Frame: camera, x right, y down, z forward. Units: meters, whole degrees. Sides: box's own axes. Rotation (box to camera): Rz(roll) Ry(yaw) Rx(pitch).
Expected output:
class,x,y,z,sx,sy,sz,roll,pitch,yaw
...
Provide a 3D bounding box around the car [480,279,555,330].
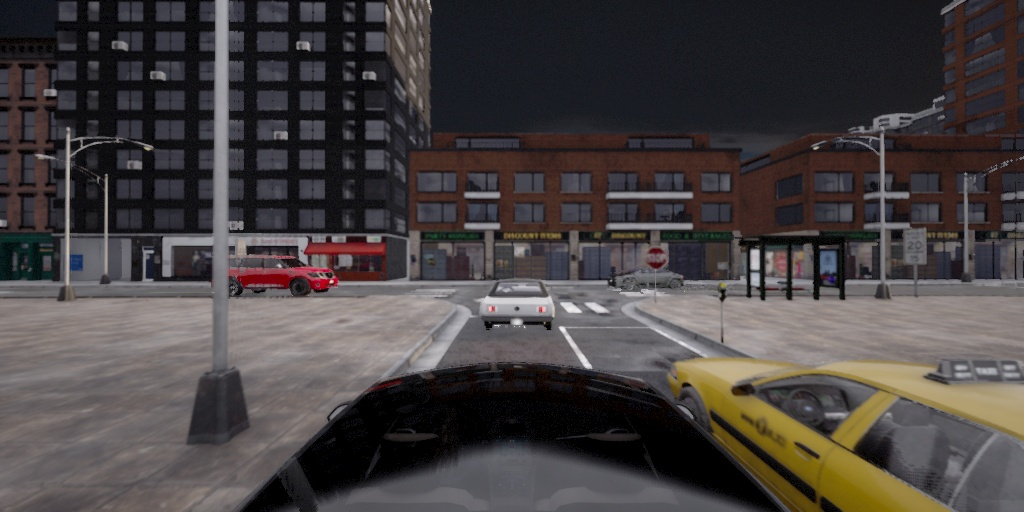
class,x,y,z,sx,sy,sz,roll,pitch,yaw
car,0.267,1.342,11.086,1.895,1.301,4.718,0,0,4

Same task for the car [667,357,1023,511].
class,x,y,z,sx,sy,sz,roll,pitch,yaw
car,2.638,1.275,2.300,1.751,1.417,4.829,0,0,0

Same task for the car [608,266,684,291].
class,x,y,z,sx,sy,sz,roll,pitch,yaw
car,7.862,1.287,21.218,4.181,1.385,1.994,0,0,0

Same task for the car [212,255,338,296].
class,x,y,z,sx,sy,sz,roll,pitch,yaw
car,-11.920,0.964,18.200,5.566,2.045,2.150,0,0,0
